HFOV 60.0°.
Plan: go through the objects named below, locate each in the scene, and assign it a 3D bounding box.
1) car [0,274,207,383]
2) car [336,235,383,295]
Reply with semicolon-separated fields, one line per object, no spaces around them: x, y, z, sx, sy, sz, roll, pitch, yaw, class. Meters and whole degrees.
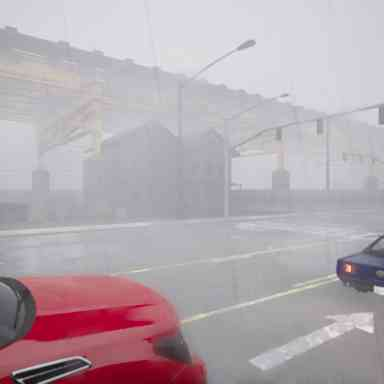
-2.526;1.222;1.943;5.566;2.045;2.150;0;0;-36;car
5.427;1.600;7.616;4.718;1.301;1.895;0;0;-35;car
